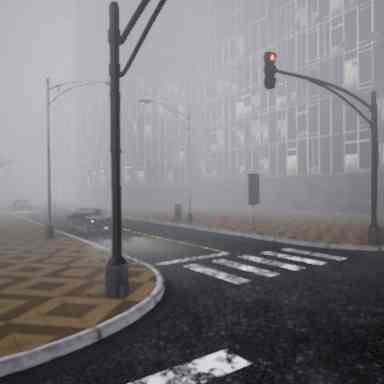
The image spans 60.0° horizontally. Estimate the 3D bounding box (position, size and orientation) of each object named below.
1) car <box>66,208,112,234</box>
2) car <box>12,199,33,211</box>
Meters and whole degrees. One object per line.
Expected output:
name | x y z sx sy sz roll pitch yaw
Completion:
car | -5.849 1.609 19.579 1.895 1.301 4.718 -1 1 -35
car | -21.073 1.547 41.189 2.033 1.411 5.357 -1 1 -35
